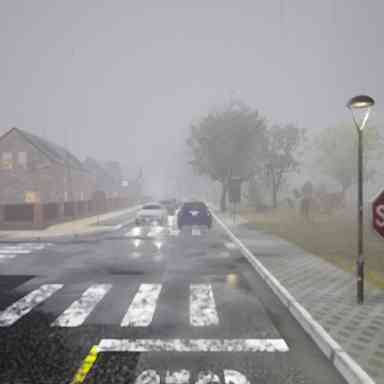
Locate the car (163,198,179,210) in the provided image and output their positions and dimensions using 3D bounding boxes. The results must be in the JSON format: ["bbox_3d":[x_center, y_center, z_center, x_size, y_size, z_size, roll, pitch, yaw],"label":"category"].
[{"bbox_3d":[-2.722,1.559,43.915,1.837,1.490,4.892,0,0,0],"label":"car"}]

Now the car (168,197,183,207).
[{"bbox_3d":[-2.647,1.575,54.167,2.128,1.511,4.902,0,0,0],"label":"car"}]

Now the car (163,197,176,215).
[{"bbox_3d":[-2.751,1.537,34.058,1.837,1.490,4.892,0,0,1],"label":"car"}]

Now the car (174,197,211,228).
[{"bbox_3d":[0.157,1.365,22.180,2.097,1.767,4.553,0,0,0],"label":"car"}]

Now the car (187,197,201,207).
[{"bbox_3d":[0.257,1.573,53.272,2.128,1.511,4.902,0,0,0],"label":"car"}]

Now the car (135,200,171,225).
[{"bbox_3d":[-2.848,1.542,24.250,1.812,1.442,4.674,0,0,2],"label":"car"}]
